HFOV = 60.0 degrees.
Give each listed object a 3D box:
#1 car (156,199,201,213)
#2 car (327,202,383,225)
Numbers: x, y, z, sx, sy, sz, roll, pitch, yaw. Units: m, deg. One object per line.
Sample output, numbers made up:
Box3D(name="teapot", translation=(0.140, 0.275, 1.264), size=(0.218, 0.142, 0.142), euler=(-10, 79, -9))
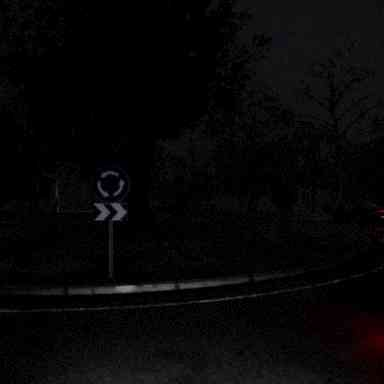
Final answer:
Box3D(name="car", translation=(-1.440, 1.500, 35.827), size=(4.902, 1.511, 2.128), euler=(0, 0, 8))
Box3D(name="car", translation=(11.871, 1.474, 24.051), size=(1.882, 1.535, 5.008), euler=(1, 0, -12))
